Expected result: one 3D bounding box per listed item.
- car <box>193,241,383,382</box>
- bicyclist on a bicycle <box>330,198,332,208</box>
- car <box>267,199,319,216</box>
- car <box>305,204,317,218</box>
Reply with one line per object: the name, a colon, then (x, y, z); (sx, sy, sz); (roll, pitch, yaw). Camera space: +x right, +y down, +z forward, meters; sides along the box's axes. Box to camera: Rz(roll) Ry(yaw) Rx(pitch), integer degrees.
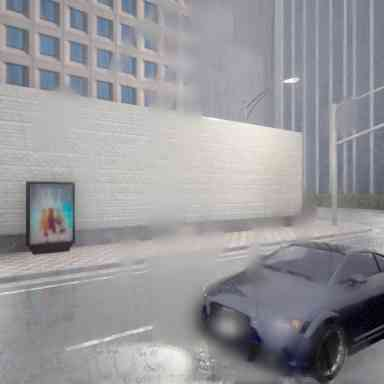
car: (2.085, 1.564, 5.464); (4.181, 1.385, 1.994); (0, 0, -35)
bicyclist on a bicycle: (18.668, 1.356, 43.951); (1.656, 1.620, 0.582); (0, 0, -36)
car: (10.446, 1.547, 34.856); (2.128, 1.511, 4.902); (0, 0, -36)
car: (9.065, 1.533, 30.770); (1.882, 1.535, 5.008); (0, 0, -36)
